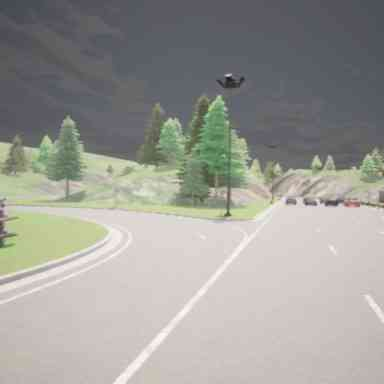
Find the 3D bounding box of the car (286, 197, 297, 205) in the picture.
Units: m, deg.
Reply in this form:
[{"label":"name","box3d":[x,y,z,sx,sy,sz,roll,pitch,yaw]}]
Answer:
[{"label":"car","box3d":[18.874,1.725,63.137,2.128,1.511,4.902,1,0,17]}]

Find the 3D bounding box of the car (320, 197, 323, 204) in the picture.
[{"label":"car","box3d":[28.769,1.840,71.849,2.033,1.411,5.357,1,0,17]}]

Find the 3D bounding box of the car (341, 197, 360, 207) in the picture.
[{"label":"car","box3d":[29.119,1.791,60.716,2.097,1.767,4.553,1,0,17]}]

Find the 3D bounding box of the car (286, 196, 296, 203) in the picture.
[{"label":"car","box3d":[22.067,1.719,73.866,1.994,1.385,4.181,1,0,17]}]

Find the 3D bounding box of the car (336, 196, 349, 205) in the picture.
[{"label":"car","box3d":[32.354,1.749,71.610,2.097,1.767,4.553,1,0,17]}]

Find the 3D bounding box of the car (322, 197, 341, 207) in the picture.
[{"label":"car","box3d":[25.463,1.846,60.756,1.882,1.535,5.008,1,0,17]}]

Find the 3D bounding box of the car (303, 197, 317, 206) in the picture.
[{"label":"car","box3d":[22.283,1.866,62.323,1.994,1.385,4.181,1,0,17]}]

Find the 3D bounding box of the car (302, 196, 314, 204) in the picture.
[{"label":"car","box3d":[25.418,1.759,72.858,2.128,1.511,4.902,1,0,17]}]
